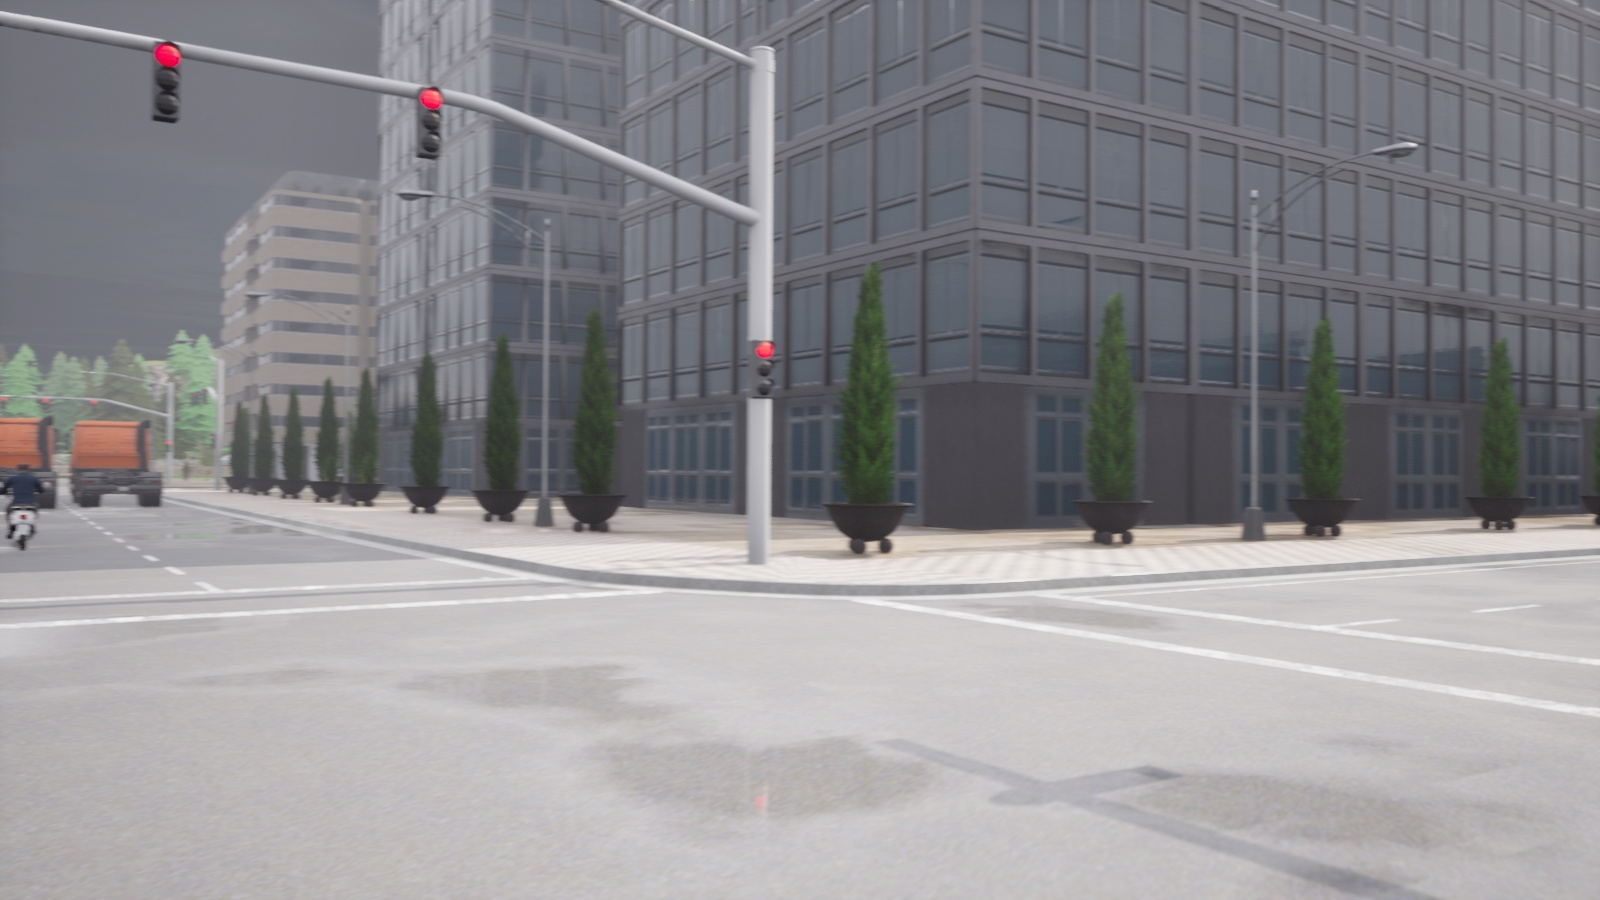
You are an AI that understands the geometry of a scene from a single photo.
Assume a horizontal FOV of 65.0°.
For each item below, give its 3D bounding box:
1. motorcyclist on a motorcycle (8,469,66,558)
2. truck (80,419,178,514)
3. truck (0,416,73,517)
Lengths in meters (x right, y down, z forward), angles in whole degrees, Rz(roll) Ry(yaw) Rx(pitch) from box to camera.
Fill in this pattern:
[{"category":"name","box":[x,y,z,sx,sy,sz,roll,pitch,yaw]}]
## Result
[{"category":"motorcyclist on a motorcycle","box":[-14.269,1.148,23.468,0.866,1.590,1.817,1,-1,-33]},{"category":"truck","box":[-26.838,0.667,50.024,2.891,3.462,7.936,1,-1,-32]},{"category":"truck","box":[-28.947,0.616,46.803,2.891,3.462,7.936,1,-1,-32]}]
